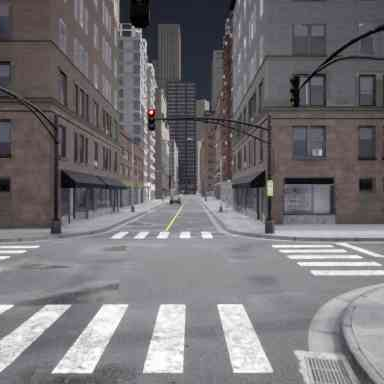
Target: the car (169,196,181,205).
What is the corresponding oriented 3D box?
[{"bbox_3d":[-2.979,1.458,59.658,1.882,1.535,5.008,0,0,0],"label":"car"}]
